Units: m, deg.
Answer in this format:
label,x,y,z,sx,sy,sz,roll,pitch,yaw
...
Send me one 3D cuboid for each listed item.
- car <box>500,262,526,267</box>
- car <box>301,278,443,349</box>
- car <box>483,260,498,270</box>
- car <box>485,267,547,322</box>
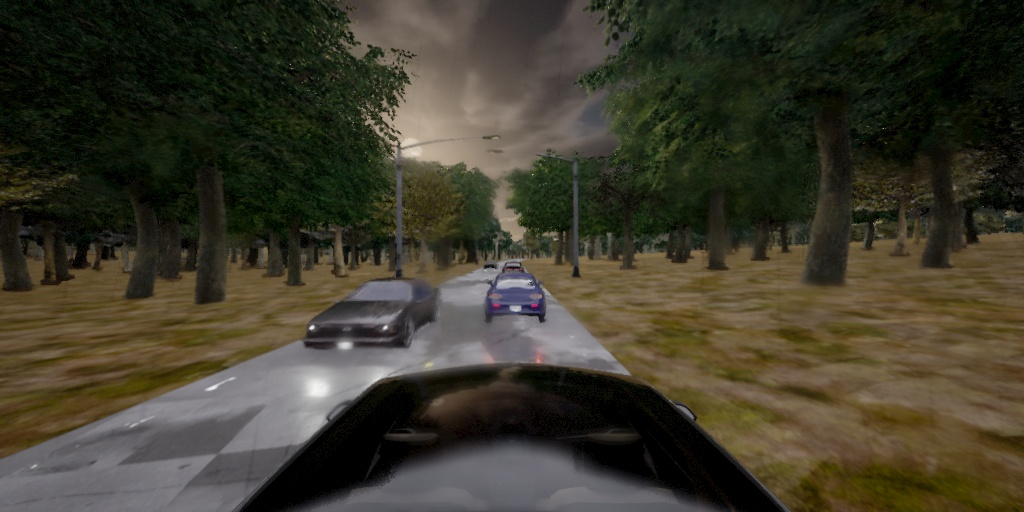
label,x,y,z,sx,sy,sz,roll,pitch,yaw
car,0.095,1.215,30.142,1.837,1.490,4.892,0,0,0
car,-3.101,1.284,9.336,2.033,1.411,5.357,0,0,0
car,-3.079,1.300,51.903,1.895,1.301,4.718,0,0,0
car,0.110,1.258,12.069,1.812,1.442,4.674,0,0,0
